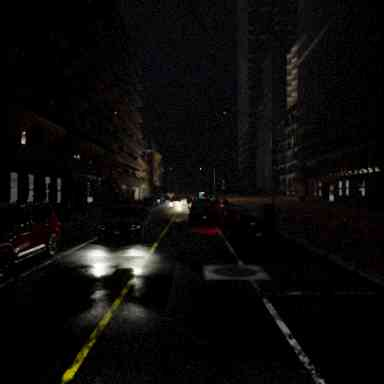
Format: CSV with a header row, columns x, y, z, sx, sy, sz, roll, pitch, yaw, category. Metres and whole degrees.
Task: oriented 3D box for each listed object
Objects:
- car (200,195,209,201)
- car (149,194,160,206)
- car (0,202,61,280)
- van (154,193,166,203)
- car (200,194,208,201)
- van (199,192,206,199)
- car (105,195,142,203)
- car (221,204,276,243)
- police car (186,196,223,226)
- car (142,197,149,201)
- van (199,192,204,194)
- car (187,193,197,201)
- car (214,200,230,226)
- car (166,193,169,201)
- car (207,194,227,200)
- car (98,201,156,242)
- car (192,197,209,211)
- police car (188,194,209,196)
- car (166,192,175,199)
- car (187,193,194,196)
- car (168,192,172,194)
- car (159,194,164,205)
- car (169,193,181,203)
x,y,z,sx,sy,sz,roll,pitch,yaw,category
2.695,1.278,71.233,1.802,1.307,4.206,1,0,0,car
-5.683,1.378,43.386,1.947,1.339,4.313,1,0,0,car
-5.676,1.271,9.968,2.192,1.841,5.009,1,0,0,car
-5.681,1.107,54.524,1.690,1.788,3.998,1,0,0,van
2.695,1.198,76.972,1.752,1.417,4.829,1,0,0,car
2.696,0.970,87.942,1.690,1.788,3.998,1,0,0,van
-5.678,1.198,26.675,2.192,1.841,5.009,1,0,0,car
2.700,1.482,15.538,2.008,1.369,4.403,1,0,0,car
0.682,1.324,22.888,1.930,1.638,5.238,0,0,-3,police car
-5.682,1.404,32.246,1.887,1.381,4.507,1,0,0,car
2.699,1.084,60.094,1.690,1.788,3.998,1,0,0,van
-0.006,1.027,70.204,1.882,1.535,5.008,0,0,0,car
2.700,1.458,21.106,2.008,1.369,4.403,1,0,0,car
-5.684,1.269,59.925,1.752,1.417,4.829,1,0,0,car
2.700,1.299,32.245,1.967,1.590,4.097,1,0,0,car
-3.102,1.406,16.245,1.882,1.535,5.008,0,0,0,car
0.896,1.336,38.793,1.837,1.490,4.892,0,0,0,car
0.830,1.282,32.890,1.930,1.638,5.238,0,0,-1,police car
-5.683,0.944,87.942,2.192,1.841,5.009,1,0,0,car
-0.006,1.352,58.017,1.895,1.301,4.718,0,0,0,car
-5.685,1.247,71.233,2.008,1.369,4.403,1,0,0,car
-5.684,1.340,48.955,2.008,1.369,4.403,1,0,0,car
-3.006,1.347,62.267,1.895,1.301,4.718,0,0,0,car
